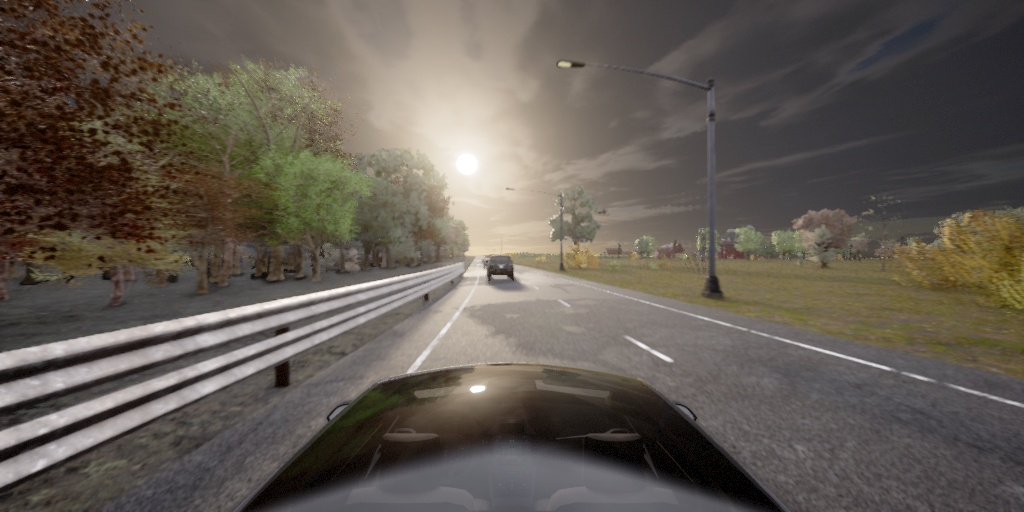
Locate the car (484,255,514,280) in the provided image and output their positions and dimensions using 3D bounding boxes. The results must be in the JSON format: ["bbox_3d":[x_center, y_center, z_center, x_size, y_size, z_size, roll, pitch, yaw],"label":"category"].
[{"bbox_3d":[-1.037,0.948,30.738,2.150,2.045,5.566,0,0,-5],"label":"car"}]

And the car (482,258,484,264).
[{"bbox_3d":[-3.741,1.188,59.484,2.128,1.511,4.902,0,0,-6],"label":"car"}]
